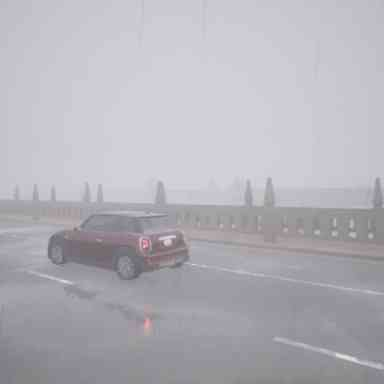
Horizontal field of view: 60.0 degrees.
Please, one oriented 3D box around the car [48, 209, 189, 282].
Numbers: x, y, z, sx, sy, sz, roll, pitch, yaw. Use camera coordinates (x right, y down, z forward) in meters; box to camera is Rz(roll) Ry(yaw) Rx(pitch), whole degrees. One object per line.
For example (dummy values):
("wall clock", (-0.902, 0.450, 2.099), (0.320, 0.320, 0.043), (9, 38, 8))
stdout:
("car", (-2.357, 1.356, 10.078), (4.553, 1.767, 2.097), (0, 0, 36))
